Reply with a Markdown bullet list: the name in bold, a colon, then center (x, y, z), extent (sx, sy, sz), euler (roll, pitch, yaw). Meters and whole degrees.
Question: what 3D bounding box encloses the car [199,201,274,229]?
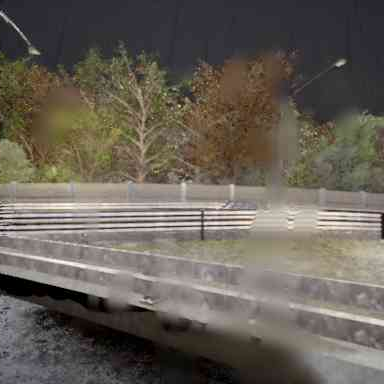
- **car**: center (2.798, 1.325, 21.106), extent (4.553, 1.767, 2.097), euler (2, 0, -14)
